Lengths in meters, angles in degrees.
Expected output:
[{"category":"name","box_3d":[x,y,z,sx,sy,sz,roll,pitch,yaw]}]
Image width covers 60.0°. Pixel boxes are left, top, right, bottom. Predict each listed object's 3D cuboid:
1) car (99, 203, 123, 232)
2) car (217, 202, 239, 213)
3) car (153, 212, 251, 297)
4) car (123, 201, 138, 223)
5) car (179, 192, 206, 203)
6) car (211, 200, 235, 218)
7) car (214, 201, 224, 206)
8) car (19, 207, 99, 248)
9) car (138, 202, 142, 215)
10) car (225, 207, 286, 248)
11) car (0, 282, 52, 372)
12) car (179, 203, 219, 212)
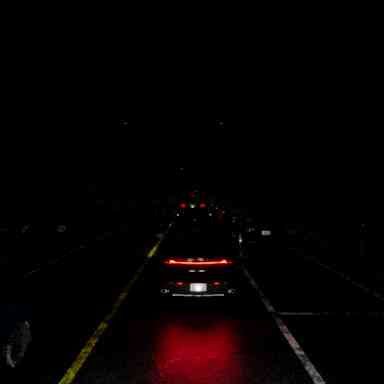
[{"category":"car","box_3d":[-5.739,1.564,20.018,1.947,1.339,4.313,-1,0,0]},{"category":"car","box_3d":[2.786,1.543,20.002,1.887,1.381,4.507,-1,0,0]},{"category":"car","box_3d":[0.117,1.503,8.528,1.837,1.490,4.892,0,0,0]},{"category":"car","box_3d":[-5.729,1.549,25.523,2.008,1.369,4.403,-1,0,0]},{"category":"car","box_3d":[0.050,1.220,28.511,2.150,2.045,5.566,0,0,0]},{"category":"car","box_3d":[2.806,1.543,31.013,1.887,1.381,4.507,-1,0,0]},{"category":"car","box_3d":[2.796,1.543,25.508,1.887,1.381,4.507,-1,0,0]},{"category":"car","box_3d":[-5.750,1.438,14.512,1.967,1.590,4.097,-1,0,0]},{"category":"car","box_3d":[-5.719,1.544,31.029,1.887,1.381,4.507,-1,0,0]},{"category":"car","box_3d":[2.776,1.564,14.497,1.947,1.339,4.313,-1,0,0]},{"category":"car","box_3d":[-3.098,1.600,2.895,1.895,1.301,4.718,0,0,0]},{"category":"car","box_3d":[0.126,1.545,18.266,2.033,1.411,5.357,0,0,0]}]
